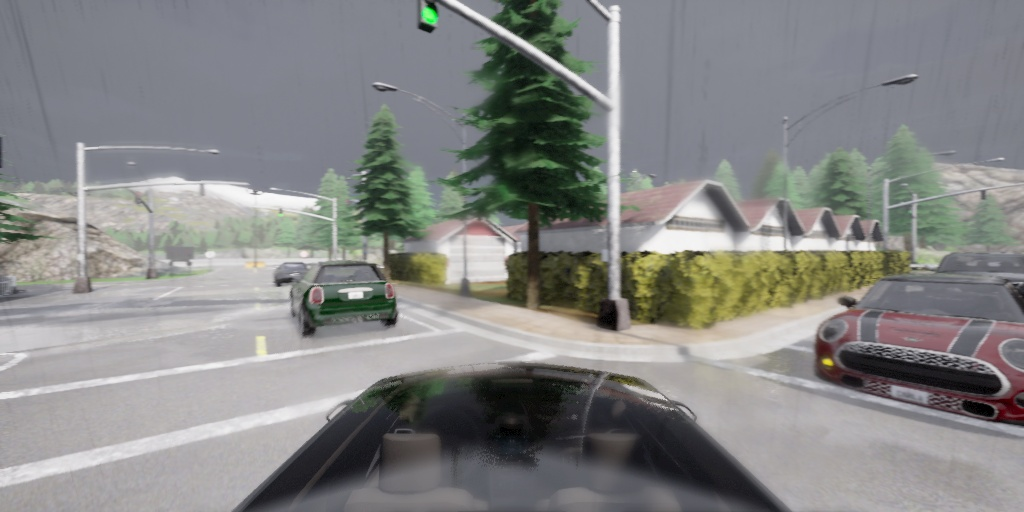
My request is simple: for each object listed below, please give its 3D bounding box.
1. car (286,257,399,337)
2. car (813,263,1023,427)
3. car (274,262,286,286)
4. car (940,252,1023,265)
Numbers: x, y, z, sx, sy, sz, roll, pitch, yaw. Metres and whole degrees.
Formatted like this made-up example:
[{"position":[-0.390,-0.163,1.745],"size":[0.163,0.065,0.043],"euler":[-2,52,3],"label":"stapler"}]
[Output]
[{"position":[-4.804,0.917,9.957],"size":[2.097,1.767,4.553],"euler":[-1,0,-35],"label":"car"},{"position":[6.654,1.084,5.595],"size":[4.553,1.767,2.097],"euler":[0,0,-34],"label":"car"},{"position":[-13.754,1.070,22.551],"size":[1.994,1.385,4.181],"euler":[-1,1,-35],"label":"car"},{"position":[15.860,0.870,12.094],"size":[5.566,2.045,2.150],"euler":[-1,1,-35],"label":"car"}]
